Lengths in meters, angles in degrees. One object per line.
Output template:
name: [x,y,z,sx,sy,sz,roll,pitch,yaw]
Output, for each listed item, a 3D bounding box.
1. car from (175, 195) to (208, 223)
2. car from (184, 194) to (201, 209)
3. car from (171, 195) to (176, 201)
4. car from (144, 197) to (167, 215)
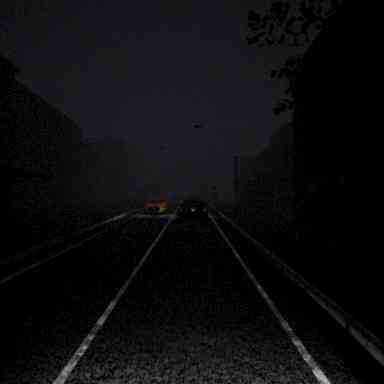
car: [0.072,1.241,24.322,2.097,1.767,4.553,0,0,0]
car: [0.044,1.148,41.844,2.097,1.767,4.553,0,0,0]
car: [-3.591,1.252,73.272,1.994,1.385,4.181,0,0,0]
car: [-3.457,1.321,32.491,1.882,1.535,5.008,0,0,0]
